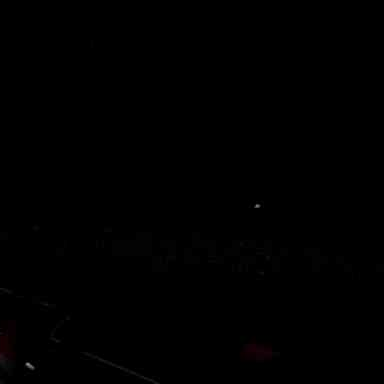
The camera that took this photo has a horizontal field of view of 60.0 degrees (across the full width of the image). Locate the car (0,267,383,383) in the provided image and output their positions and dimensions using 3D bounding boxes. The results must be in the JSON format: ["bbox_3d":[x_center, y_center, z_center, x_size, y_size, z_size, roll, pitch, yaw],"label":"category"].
[{"bbox_3d":[-0.104,1.430,2.920,4.097,1.590,1.967,0,0,36],"label":"car"}]
